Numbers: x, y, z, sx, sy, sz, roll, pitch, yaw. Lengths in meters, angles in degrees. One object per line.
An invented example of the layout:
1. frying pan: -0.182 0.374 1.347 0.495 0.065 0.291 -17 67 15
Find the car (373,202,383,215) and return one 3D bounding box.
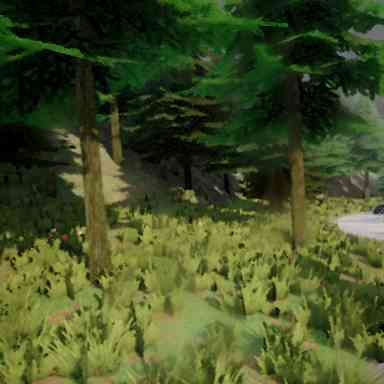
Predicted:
1. car: 20.221 1.656 33.991 4.181 1.385 1.994 -2 1 -39
